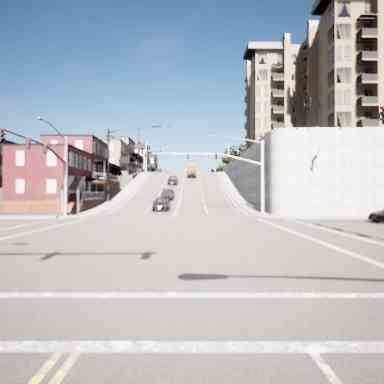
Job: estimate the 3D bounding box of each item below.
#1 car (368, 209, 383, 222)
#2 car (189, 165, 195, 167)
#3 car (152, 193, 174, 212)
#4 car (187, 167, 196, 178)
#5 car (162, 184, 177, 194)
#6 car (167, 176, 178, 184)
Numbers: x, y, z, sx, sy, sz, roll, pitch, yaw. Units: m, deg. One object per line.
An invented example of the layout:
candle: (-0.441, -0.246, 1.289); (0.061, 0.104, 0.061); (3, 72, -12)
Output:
car: (16.102, 1.754, 25.967); (4.181, 1.385, 1.994); (0, 0, 0)
car: (-0.082, -5.682, 80.887); (2.097, 1.767, 4.553); (0, 5, 0)
car: (-3.628, 1.411, 39.705); (2.128, 1.511, 4.902); (0, 4, 0)
car: (-0.072, -3.833, 71.004); (1.895, 1.301, 4.718); (0, 11, 0)
car: (-3.631, 0.301, 50.102); (2.033, 1.411, 5.357); (0, 9, 0)
car: (-3.612, -2.180, 62.600); (2.128, 1.511, 4.902); (0, 12, 0)
